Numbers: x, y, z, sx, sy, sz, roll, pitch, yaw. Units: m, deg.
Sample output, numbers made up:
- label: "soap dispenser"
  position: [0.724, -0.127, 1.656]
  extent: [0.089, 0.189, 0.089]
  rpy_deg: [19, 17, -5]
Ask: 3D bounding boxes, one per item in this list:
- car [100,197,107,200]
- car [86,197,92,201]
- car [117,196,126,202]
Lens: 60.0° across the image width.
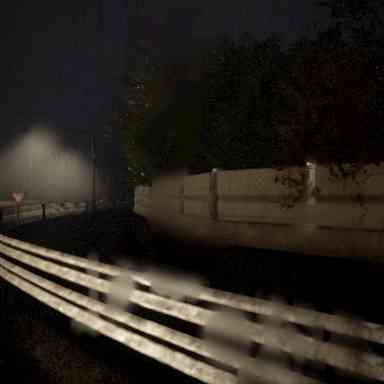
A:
- label: "car"
  position: [-23.906, 1.989, 89.902]
  extent: [1.812, 1.442, 4.674]
  rpy_deg: [0, 0, -17]
- label: "car"
  position: [-27.310, 2.076, 89.082]
  extent: [1.895, 1.301, 4.718]
  rpy_deg: [0, 0, -17]
- label: "car"
  position: [-18.968, 1.934, 89.618]
  extent: [1.837, 1.490, 4.892]
  rpy_deg: [0, 0, -1]
